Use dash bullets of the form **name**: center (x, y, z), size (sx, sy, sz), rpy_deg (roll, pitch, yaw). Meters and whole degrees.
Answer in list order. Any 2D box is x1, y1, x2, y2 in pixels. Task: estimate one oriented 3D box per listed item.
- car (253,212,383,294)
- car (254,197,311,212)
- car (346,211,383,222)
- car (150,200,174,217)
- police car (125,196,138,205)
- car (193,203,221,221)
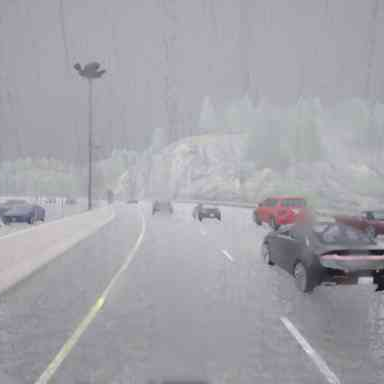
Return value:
- **car**: center (3.267, 1.525, 8.901), size (2.128, 1.511, 4.902), rpy_deg (0, 0, -3)
- **car**: center (5.722, 1.309, 21.637), size (2.150, 2.045, 5.566), rpy_deg (0, 0, -6)
- **car**: center (9.626, 1.660, 17.931), size (1.895, 1.301, 4.718), rpy_deg (0, 0, -5)
- **car**: center (-2.891, 1.491, 31.867), size (2.128, 1.511, 4.902), rpy_deg (0, 0, -10)
- **police car**: center (-11.619, 1.615, 63.742), size (2.038, 1.542, 4.974), rpy_deg (0, 0, -20)
- **car**: center (1.236, 1.657, 28.381), size (1.812, 1.442, 4.674), rpy_deg (0, 0, -8)
